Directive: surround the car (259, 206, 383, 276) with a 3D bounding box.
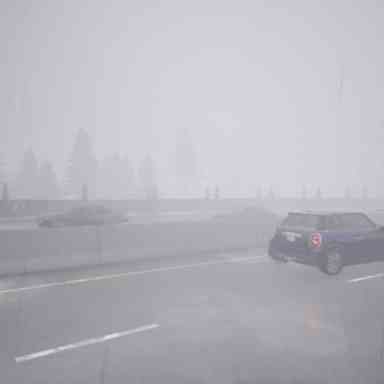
[{"bbox_3d":[4.655,1.344,10.431,4.553,1.767,2.097,0,0,-29],"label":"car"}]

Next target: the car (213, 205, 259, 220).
[{"bbox_3d":[3.450,1.540,21.836,4.181,1.385,1.994,0,0,-26],"label":"car"}]

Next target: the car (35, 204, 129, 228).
[{"bbox_3d":[-6.599,1.475,20.349,5.357,1.411,2.033,0,0,-32],"label":"car"}]
